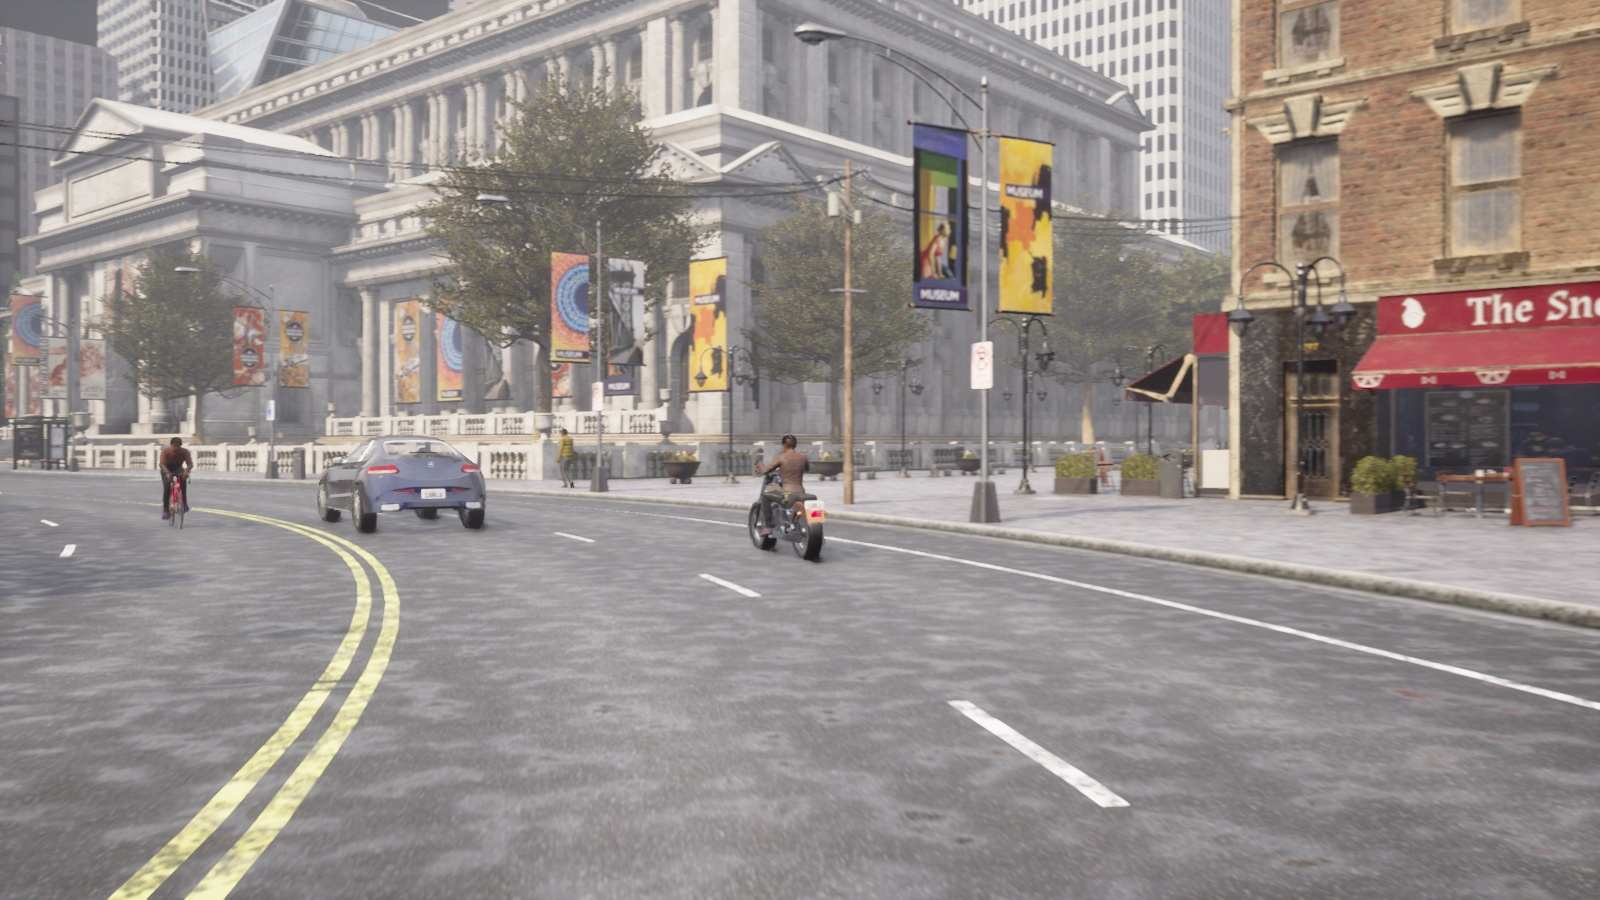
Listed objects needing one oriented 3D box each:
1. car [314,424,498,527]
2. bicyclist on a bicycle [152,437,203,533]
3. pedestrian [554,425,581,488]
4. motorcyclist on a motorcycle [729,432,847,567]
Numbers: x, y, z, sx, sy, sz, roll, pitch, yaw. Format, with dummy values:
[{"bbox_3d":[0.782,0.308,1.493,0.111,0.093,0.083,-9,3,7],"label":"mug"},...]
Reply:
[{"bbox_3d":[-7.324,0.397,22.959,2.152,1.651,5.027,0,0,-30],"label":"car"},{"bbox_3d":[-10.908,0.577,21.992,0.582,1.620,1.656,-1,1,-34],"label":"bicyclist on a bicycle"},{"bbox_3d":[-6.860,0.196,37.015,0.709,1.840,0.431,0,0,43],"label":"pedestrian"},{"bbox_3d":[-0.204,0.603,16.639,0.766,1.649,2.350,0,0,-21],"label":"motorcyclist on a motorcycle"}]
